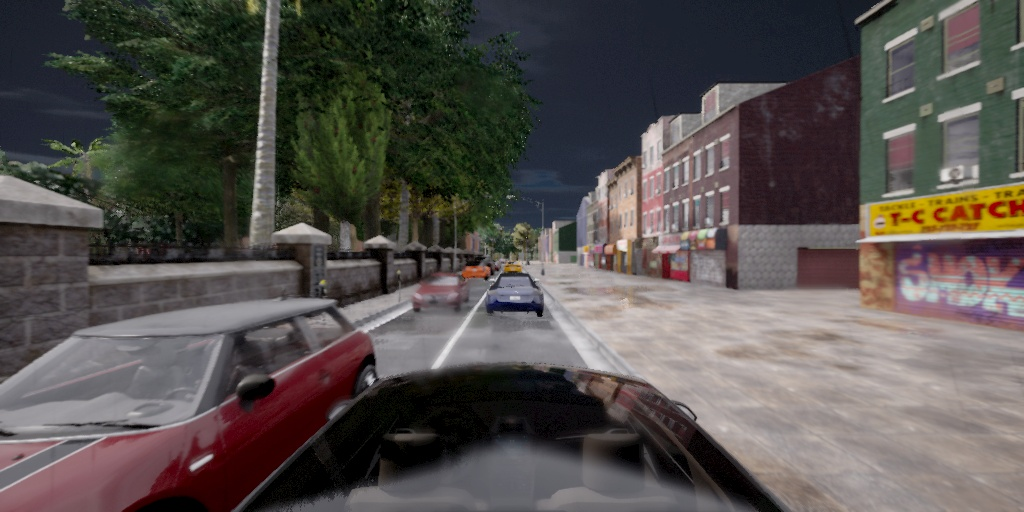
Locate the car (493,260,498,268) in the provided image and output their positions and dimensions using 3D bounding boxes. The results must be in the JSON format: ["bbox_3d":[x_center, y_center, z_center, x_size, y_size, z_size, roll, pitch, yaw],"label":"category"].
[{"bbox_3d":[-2.978,1.031,37.779,2.150,2.045,5.566,0,0,0],"label":"car"}]

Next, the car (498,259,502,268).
[{"bbox_3d":[-2.633,1.379,48.338,1.888,1.381,4.507,0,0,0],"label":"car"}]

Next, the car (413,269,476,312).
[{"bbox_3d":[-2.637,1.339,14.208,1.802,1.307,4.207,0,0,0],"label":"car"}]

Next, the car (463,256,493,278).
[{"bbox_3d":[-2.985,1.138,30.718,2.097,1.767,4.553,0,0,0],"label":"car"}]

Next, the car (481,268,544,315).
[{"bbox_3d":[0.101,1.320,13.528,1.994,1.385,4.181,0,0,0],"label":"car"}]

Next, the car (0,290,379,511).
[{"bbox_3d":[-2.637,1.190,2.831,1.967,1.591,4.097,0,0,0],"label":"car"}]

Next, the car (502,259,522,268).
[{"bbox_3d":[0.102,1.288,40.708,1.882,1.535,5.008,0,0,0],"label":"car"}]
